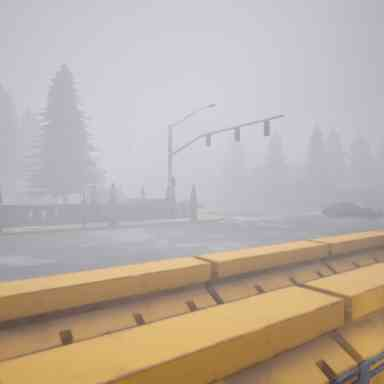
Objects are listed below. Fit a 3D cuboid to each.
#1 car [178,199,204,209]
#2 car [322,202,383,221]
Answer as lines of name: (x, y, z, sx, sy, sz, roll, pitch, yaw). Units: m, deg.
car: (-0.205, 1.564, 44.114, 1.994, 1.385, 4.181, 0, 0, -36)
car: (13.176, 1.526, 27.446, 4.674, 1.442, 1.812, 0, 0, 42)
